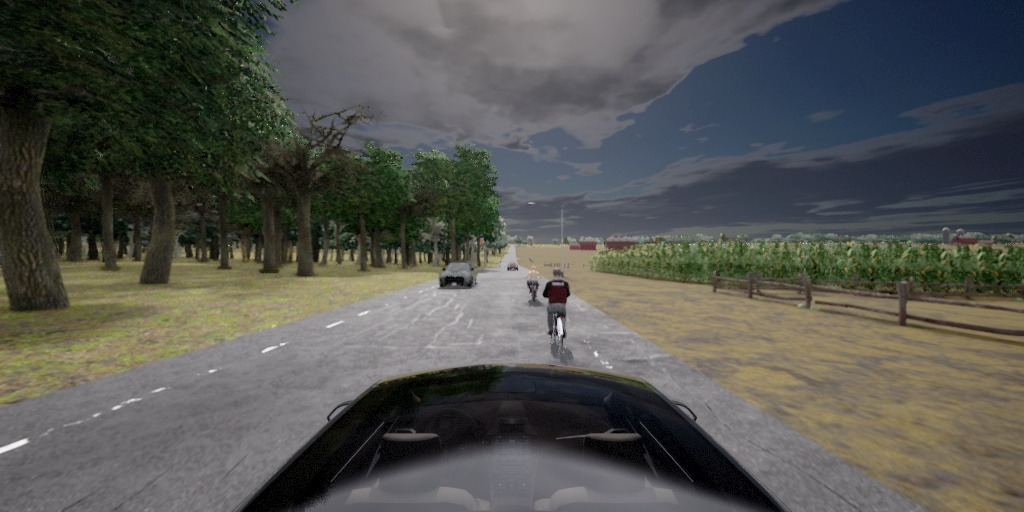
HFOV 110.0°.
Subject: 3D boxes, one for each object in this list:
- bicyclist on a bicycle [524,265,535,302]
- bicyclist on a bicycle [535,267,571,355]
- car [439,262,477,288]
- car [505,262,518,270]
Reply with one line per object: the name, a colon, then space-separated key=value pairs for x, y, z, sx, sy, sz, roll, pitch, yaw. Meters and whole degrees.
bicyclist on a bicycle: x=0.967 y=1.230 z=16.198 sx=0.866 sy=1.612 sz=1.509 roll=0 pitch=0 yaw=0
bicyclist on a bicycle: x=0.965 y=1.136 z=7.883 sx=0.659 sy=1.776 sz=1.843 roll=0 pitch=0 yaw=0
car: x=-3.592 y=1.185 z=24.523 sx=2.097 sy=1.767 sz=4.553 roll=0 pitch=0 yaw=0
car: x=0.120 y=1.892 z=63.064 sx=1.895 sy=1.301 sz=4.718 roll=0 pitch=-1 yaw=0
